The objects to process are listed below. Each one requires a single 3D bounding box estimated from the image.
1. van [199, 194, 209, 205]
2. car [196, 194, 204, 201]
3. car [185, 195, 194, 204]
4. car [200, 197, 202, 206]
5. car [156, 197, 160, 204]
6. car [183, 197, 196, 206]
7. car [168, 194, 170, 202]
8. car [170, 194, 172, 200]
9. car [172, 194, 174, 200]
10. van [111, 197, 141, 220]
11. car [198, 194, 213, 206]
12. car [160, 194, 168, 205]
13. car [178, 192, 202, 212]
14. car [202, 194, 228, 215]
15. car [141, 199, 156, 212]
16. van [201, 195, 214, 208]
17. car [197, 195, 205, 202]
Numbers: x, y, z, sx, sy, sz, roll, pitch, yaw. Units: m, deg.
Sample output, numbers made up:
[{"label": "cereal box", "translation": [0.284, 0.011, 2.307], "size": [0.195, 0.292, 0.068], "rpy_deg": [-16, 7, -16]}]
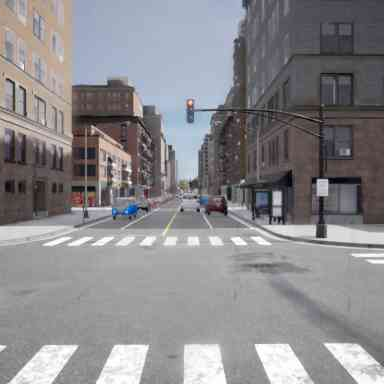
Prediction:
[{"label": "van", "translation": [2.167, 1.331, 60.505], "size": [1.690, 1.788, 3.998], "rpy_deg": [0, 0, -1]}, {"label": "car", "translation": [1.954, 1.425, 82.128], "size": [1.967, 1.590, 4.097], "rpy_deg": [0, 0, -1]}, {"label": "car", "translation": [-0.481, 1.466, 66.900], "size": [1.882, 1.535, 5.008], "rpy_deg": [0, 0, 0]}, {"label": "car", "translation": [2.380, 1.545, 38.880], "size": [2.008, 1.369, 4.403], "rpy_deg": [0, 0, -1]}, {"label": "car", "translation": [-5.771, 1.538, 44.213], "size": [1.887, 1.381, 4.507], "rpy_deg": [0, 0, -1]}, {"label": "car", "translation": [-0.370, 1.538, 55.741], "size": [2.033, 1.411, 5.357], "rpy_deg": [0, 0, 0]}, {"label": "car", "translation": [-5.959, 1.539, 65.837], "size": [2.008, 1.369, 4.403], "rpy_deg": [0, 0, -1]}, {"label": "car", "translation": [-6.006, 1.553, 71.243], "size": [1.947, 1.339, 4.313], "rpy_deg": [0, 0, -1]}, {"label": "car", "translation": [-6.053, 1.301, 76.649], "size": [2.192, 1.841, 5.009], "rpy_deg": [0, 0, -1]}, {"label": "van", "translation": [-5.630, 1.337, 27.995], "size": [1.690, 1.788, 3.998], "rpy_deg": [0, 0, -1]}, {"label": "car", "translation": [2.220, 1.306, 55.099], "size": [2.192, 1.841, 5.009], "rpy_deg": [0, 0, -1]}, {"label": "car", "translation": [-5.910, 1.515, 60.262], "size": [1.752, 1.417, 4.829], "rpy_deg": [0, 0, -1]}, {"label": "car", "translation": [-0.223, 1.217, 39.437], "size": [2.150, 2.045, 5.566], "rpy_deg": [0, 0, -1]}, {"label": "car", "translation": [2.434, 1.310, 33.474], "size": [2.192, 1.841, 5.009], "rpy_deg": [0, 0, -1]}, {"label": "car", "translation": [-5.724, 1.560, 38.807], "size": [1.947, 1.339, 4.313], "rpy_deg": [0, 0, -1]}, {"label": "van", "translation": [2.274, 1.333, 49.692], "size": [1.690, 1.788, 3.998], "rpy_deg": [0, 0, -1]}, {"label": "car", "translation": [2.006, 1.511, 76.892], "size": [1.752, 1.417, 4.829], "rpy_deg": [0, 0, -1]}]
